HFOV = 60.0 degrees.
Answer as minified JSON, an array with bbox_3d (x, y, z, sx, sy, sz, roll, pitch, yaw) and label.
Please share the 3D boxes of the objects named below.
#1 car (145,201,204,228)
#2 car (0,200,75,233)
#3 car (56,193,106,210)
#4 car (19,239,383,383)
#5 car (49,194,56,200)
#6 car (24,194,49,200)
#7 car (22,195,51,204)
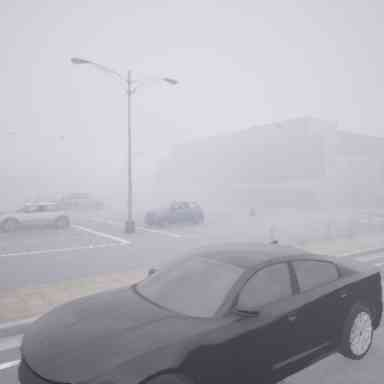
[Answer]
[{"bbox_3d":[-1.086,1.319,20.239,3.633,1.501,1.845,0,0,-35],"label":"car"},{"bbox_3d":[-8.876,1.367,18.432,3.806,1.475,1.970,0,0,-35],"label":"car"},{"bbox_3d":[-11.618,1.041,35.550,4.605,1.855,1.932,0,0,-35],"label":"car"},{"bbox_3d":[0.540,1.463,4.352,5.008,1.535,1.882,0,0,-35],"label":"car"},{"bbox_3d":[-13.620,1.022,37.696,3.866,1.878,1.905,0,0,-35],"label":"car"},{"bbox_3d":[-20.948,1.098,48.184,5.027,1.636,2.152,0,0,-35],"label":"car"},{"bbox_3d":[-24.888,1.178,53.260,3.806,1.475,1.970,0,0,-35],"label":"car"}]
